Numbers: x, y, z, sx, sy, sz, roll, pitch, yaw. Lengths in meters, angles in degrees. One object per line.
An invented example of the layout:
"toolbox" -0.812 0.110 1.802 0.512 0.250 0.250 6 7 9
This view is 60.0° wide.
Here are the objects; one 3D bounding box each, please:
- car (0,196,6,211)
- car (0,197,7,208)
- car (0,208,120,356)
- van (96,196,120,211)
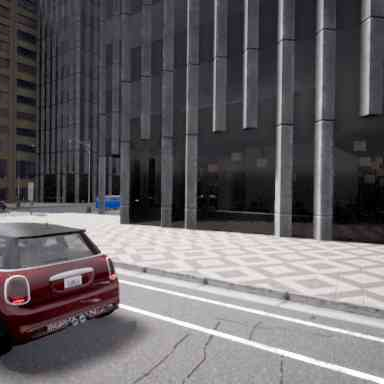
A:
"car" -22.994 1.318 36.448 1.967 1.590 4.097 1 1 36
"car" -21.522 1.273 33.865 2.097 1.767 4.553 1 1 35
"car" -3.496 1.348 6.171 4.553 1.767 2.097 0 0 35
"van" -9.712 1.334 40.287 1.690 1.788 3.998 1 1 36
